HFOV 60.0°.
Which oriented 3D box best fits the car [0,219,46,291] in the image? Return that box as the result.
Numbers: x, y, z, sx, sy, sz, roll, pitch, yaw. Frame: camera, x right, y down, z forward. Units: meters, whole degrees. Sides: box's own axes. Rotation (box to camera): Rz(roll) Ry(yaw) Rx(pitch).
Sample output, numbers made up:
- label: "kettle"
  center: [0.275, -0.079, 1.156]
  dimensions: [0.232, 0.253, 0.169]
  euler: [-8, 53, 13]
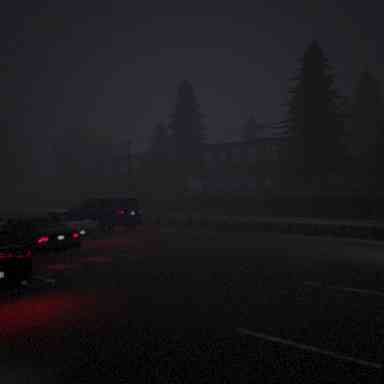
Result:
- label: "car"
  center: [-5.908, 1.547, 8.169]
  dimensions: [5.008, 1.535, 1.882]
  euler: [0, 0, 36]

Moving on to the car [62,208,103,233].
- label: "car"
  center: [-7.189, 1.719, 17.714]
  dimensions: [4.718, 1.301, 1.895]
  euler: [-1, 0, 36]

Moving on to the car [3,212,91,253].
- label: "car"
  center: [-6.565, 1.642, 12.959]
  dimensions: [5.357, 1.411, 2.033]
  euler: [0, 0, 36]

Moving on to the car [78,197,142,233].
- label: "car"
  center: [-5.619, 1.344, 20.897]
  dimensions: [5.566, 2.045, 2.150]
  euler: [0, 0, 36]
